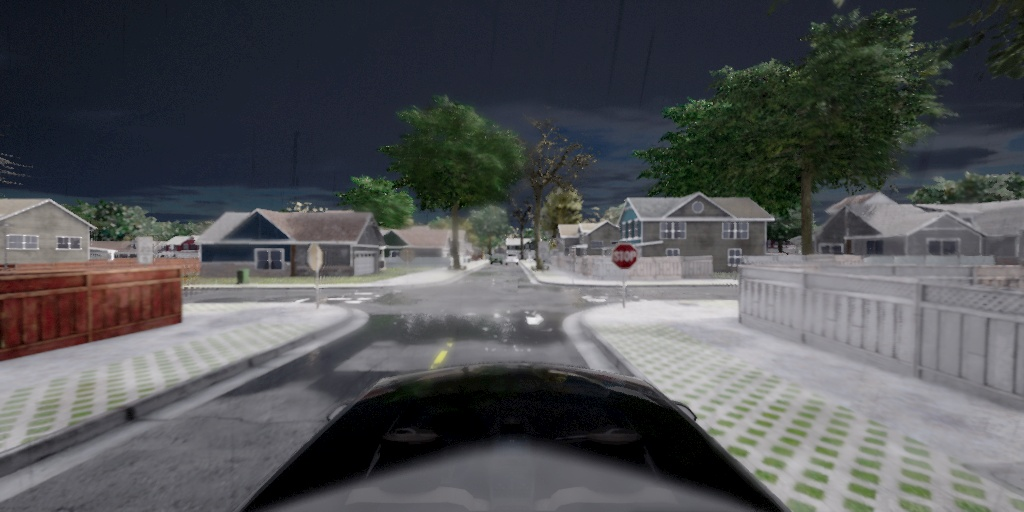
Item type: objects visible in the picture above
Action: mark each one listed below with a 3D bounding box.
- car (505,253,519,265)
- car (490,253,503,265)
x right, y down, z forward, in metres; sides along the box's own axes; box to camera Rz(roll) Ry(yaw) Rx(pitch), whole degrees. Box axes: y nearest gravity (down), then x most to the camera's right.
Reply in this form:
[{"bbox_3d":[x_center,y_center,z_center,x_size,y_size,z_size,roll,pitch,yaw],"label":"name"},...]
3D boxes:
[{"bbox_3d":[-0.022,0.534,61.042,2.150,2.045,5.566,0,0,0],"label":"car"},{"bbox_3d":[-2.773,0.523,65.150,2.150,2.045,5.566,0,0,0],"label":"car"}]
